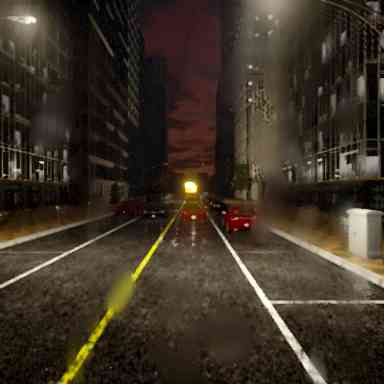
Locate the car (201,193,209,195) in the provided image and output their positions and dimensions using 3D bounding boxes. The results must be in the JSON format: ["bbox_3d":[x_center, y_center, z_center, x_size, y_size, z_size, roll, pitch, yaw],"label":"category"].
[{"bbox_3d":[2.704,1.345,58.520,1.947,1.339,4.313,0,0,0],"label":"car"}]

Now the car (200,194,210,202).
[{"bbox_3d":[2.707,1.167,69.905,1.967,1.590,4.097,0,0,0],"label":"car"}]

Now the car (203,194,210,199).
[{"bbox_3d":[2.701,1.394,47.136,1.947,1.339,4.313,0,0,0],"label":"car"}]

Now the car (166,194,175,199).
[{"bbox_3d":[-5.671,1.193,86.995,2.008,1.369,4.403,0,0,0],"label":"car"}]

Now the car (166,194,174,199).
[{"bbox_3d":[-5.672,1.197,81.131,1.752,1.417,4.829,0,0,0],"label":"car"}]

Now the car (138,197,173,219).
[{"bbox_3d":[-3.001,1.452,28.419,2.033,1.411,5.357,0,0,0],"label":"car"}]

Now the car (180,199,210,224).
[{"bbox_3d":[0.106,1.447,23.744,1.812,1.442,4.674,0,0,0],"label":"car"}]

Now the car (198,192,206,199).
[{"bbox_3d":[2.712,0.927,92.672,2.192,1.841,5.009,0,0,0],"label":"car"}]

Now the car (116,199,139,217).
[{"bbox_3d":[-5.683,1.442,30.067,1.887,1.381,4.507,0,0,0],"label":"car"}]

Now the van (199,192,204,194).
[{"bbox_3d":[2.706,1.094,64.213,1.690,1.788,3.998,0,0,0],"label":"van"}]

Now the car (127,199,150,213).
[{"bbox_3d":[-5.682,1.457,35.761,1.802,1.307,4.206,0,0,0],"label":"car"}]

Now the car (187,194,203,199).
[{"bbox_3d":[0.108,1.357,41.161,1.837,1.490,4.892,0,0,0],"label":"car"}]

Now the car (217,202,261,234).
[{"bbox_3d":[2.696,1.485,18.675,1.887,1.381,4.507,0,0,0],"label":"car"}]

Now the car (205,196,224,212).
[{"bbox_3d":[2.699,1.441,35.752,1.947,1.339,4.313,0,0,0],"label":"car"}]
